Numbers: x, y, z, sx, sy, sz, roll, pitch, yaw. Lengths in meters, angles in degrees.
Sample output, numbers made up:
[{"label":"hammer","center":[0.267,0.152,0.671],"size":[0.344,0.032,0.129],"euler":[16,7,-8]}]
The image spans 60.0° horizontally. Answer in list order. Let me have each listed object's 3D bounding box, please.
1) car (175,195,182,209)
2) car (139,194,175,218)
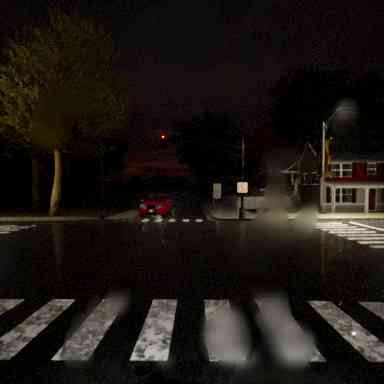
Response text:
[{"label":"car","center":[-2.934,1.446,45.430],"size":[2.128,1.511,4.902],"euler":[0,0,1]},{"label":"car","center":[-3.159,1.197,29.805],"size":[2.150,2.045,5.566],"euler":[0,0,4]}]
